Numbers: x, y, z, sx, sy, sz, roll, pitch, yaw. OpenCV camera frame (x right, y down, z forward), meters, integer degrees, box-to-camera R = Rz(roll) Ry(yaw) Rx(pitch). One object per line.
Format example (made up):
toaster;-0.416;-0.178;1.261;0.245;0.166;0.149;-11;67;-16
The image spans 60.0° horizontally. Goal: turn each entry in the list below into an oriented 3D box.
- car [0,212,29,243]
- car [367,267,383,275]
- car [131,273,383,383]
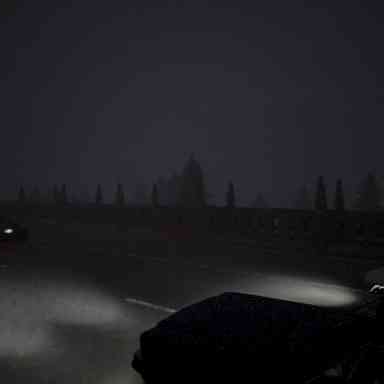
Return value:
car;-9.148;1.569;14.814;4.181;1.385;1.994;0;0;35
car;5.029;1.526;4.709;4.674;1.442;1.812;0;0;35
car;1.728;1.601;2.776;4.718;1.301;1.895;0;0;36
